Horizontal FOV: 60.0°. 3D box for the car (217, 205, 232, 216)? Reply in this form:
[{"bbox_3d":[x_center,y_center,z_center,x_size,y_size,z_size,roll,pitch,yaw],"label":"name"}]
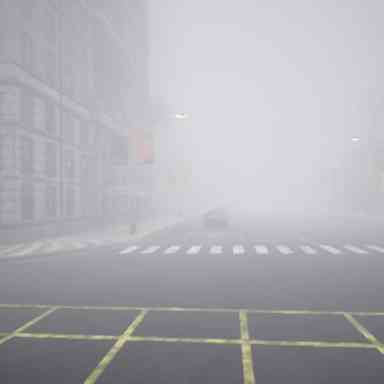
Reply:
[{"bbox_3d":[4.928,2.786,50.036,2.128,1.511,4.902,-1,-2,8],"label":"car"}]

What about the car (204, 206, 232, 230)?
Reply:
[{"bbox_3d":[2.095,2.209,27.603,1.882,1.535,5.008,-1,-2,7],"label":"car"}]
